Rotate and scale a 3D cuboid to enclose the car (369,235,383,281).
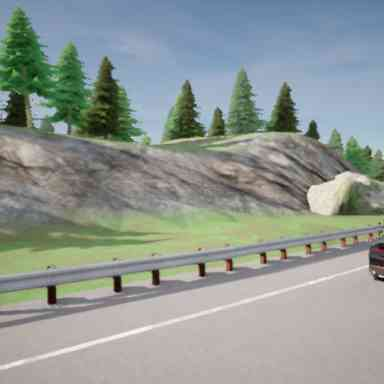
[{"bbox_3d":[6.422,1.513,8.689,4.892,1.490,1.837,0,0,-38],"label":"car"}]
